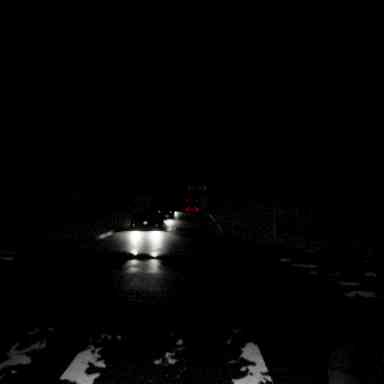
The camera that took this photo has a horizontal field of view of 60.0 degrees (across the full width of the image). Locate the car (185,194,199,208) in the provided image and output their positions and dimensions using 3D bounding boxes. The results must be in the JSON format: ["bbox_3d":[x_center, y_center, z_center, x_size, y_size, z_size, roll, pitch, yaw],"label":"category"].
[{"bbox_3d":[-0.020,1.433,53.624,2.150,2.045,5.566,0,0,0],"label":"car"}]

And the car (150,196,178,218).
[{"bbox_3d":[-2.860,1.420,32.959,2.150,2.045,5.566,0,0,0],"label":"car"}]

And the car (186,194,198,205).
[{"bbox_3d":[-0.024,1.417,64.046,2.150,2.045,5.566,0,0,0],"label":"car"}]

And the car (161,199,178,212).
[{"bbox_3d":[-2.855,1.738,43.281,1.812,1.442,4.674,0,0,0],"label":"car"}]

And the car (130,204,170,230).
[{"bbox_3d":[-2.871,1.732,22.577,1.994,1.385,4.181,0,0,1],"label":"car"}]
